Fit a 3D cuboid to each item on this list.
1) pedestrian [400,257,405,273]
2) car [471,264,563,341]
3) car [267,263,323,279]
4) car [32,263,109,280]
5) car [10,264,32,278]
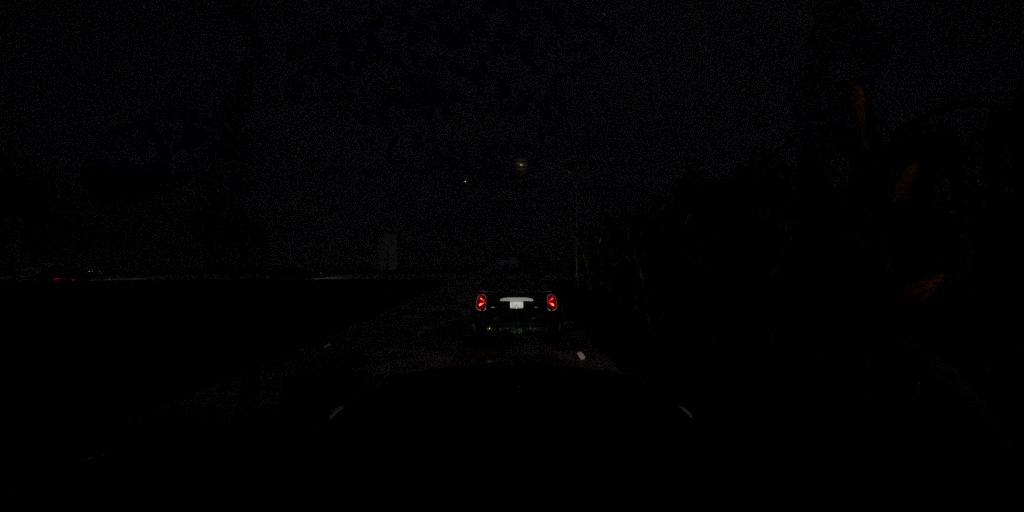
[{"bbox_3d":[-12.096,0.985,39.506,0.375,1.860,0.375,0,2,0],"label":"pedestrian"},{"bbox_3d":[0.111,1.097,10.020,2.097,1.767,4.553,0,0,0],"label":"car"},{"bbox_3d":[-20.266,1.341,33.525,4.674,1.442,1.812,0,2,0],"label":"car"},{"bbox_3d":[-40.771,1.403,33.514,4.902,1.511,2.128,0,2,0],"label":"car"},{"bbox_3d":[-47.780,1.424,36.391,4.674,1.442,1.812,-1,2,0],"label":"car"}]
